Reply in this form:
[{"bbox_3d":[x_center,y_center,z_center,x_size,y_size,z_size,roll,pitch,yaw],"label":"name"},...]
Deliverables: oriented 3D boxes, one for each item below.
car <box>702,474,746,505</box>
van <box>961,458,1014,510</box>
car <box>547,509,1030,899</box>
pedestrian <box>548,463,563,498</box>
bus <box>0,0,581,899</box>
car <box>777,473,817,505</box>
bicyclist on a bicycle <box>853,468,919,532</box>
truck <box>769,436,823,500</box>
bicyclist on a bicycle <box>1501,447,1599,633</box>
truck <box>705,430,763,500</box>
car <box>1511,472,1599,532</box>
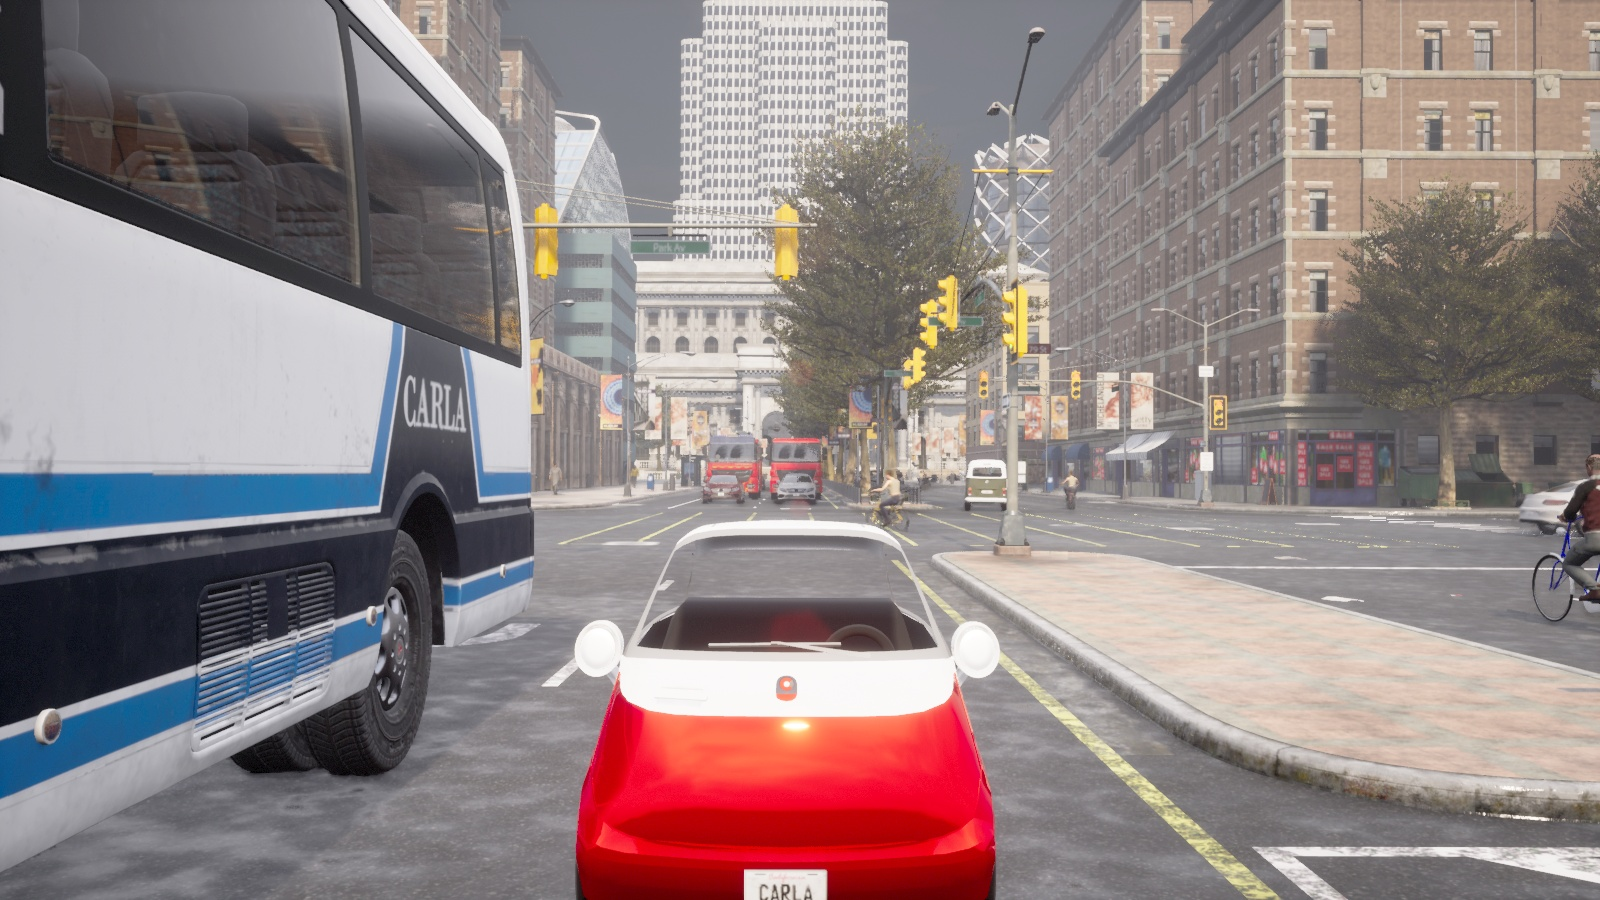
[{"bbox_3d":[-3.653,1.877,61.008,1.812,1.442,4.674,0,-1,1],"label":"car"},{"bbox_3d":[7.698,1.377,51.937,2.069,2.038,4.480,0,-1,7],"label":"van"},{"bbox_3d":[-0.039,0.953,4.966,1.481,1.376,2.207,0,-1,0],"label":"car"},{"bbox_3d":[-13.733,1.707,70.499,0.659,1.952,0.873,0,-1,0],"label":"pedestrian"},{"bbox_3d":[-3.542,-0.482,3.917,3.944,4.253,10.273,0,-1,0],"label":"bus"},{"bbox_3d":[-0.118,1.859,60.803,1.812,1.442,4.674,0,-1,1],"label":"car"},{"bbox_3d":[2.226,1.288,32.591,0.866,1.612,1.509,0,-1,-43],"label":"bicyclist on a bicycle"},{"bbox_3d":[-0.204,1.037,71.874,2.891,3.462,7.936,0,-1,0],"label":"truck"},{"bbox_3d":[7.942,0.866,12.700,0.659,1.776,1.843,0,-1,0],"label":"bicyclist on a bicycle"},{"bbox_3d":[-3.707,0.879,72.521,2.891,3.827,8.468,0,-1,0],"label":"truck"},{"bbox_3d":[20.704,1.286,31.534,4.674,1.442,1.812,0,-1,0],"label":"car"}]
